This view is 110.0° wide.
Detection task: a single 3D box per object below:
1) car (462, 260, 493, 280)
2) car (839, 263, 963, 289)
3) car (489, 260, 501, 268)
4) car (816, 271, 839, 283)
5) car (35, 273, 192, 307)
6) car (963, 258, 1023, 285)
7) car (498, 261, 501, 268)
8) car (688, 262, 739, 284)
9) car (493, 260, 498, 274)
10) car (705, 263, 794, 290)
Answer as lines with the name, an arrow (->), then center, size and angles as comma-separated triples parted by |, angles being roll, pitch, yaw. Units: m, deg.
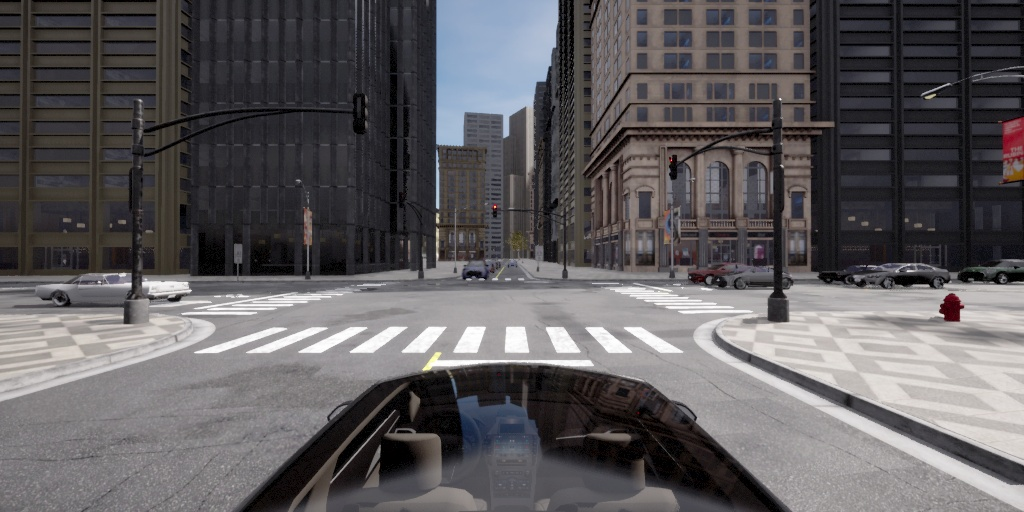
car -> -3.065, 1.132, 31.020 | 2.097, 1.767, 4.553 | 0, 0, 0
car -> 23.379, 1.184, 21.710 | 4.902, 1.511, 2.128 | 0, 0, 0
car -> -3.066, 1.429, 65.320 | 1.994, 1.385, 4.181 | 0, 0, 0
car -> 24.237, 1.315, 24.965 | 4.718, 1.301, 1.895 | 0, 0, 0
car -> -16.383, 1.366, 14.952 | 4.718, 1.301, 1.895 | 0, 0, 0
car -> 34.203, 1.043, 24.966 | 4.553, 1.767, 2.097 | 0, 0, 0
car -> -3.089, 1.398, 54.890 | 1.994, 1.385, 4.181 | 0, 0, 0
car -> 14.892, 1.215, 24.952 | 5.008, 1.535, 1.882 | 0, 0, 0
car -> -3.076, 1.366, 42.769 | 1.994, 1.385, 4.181 | 0, 0, 0
car -> 14.467, 1.279, 21.696 | 4.181, 1.385, 1.994 | 0, 0, 0
